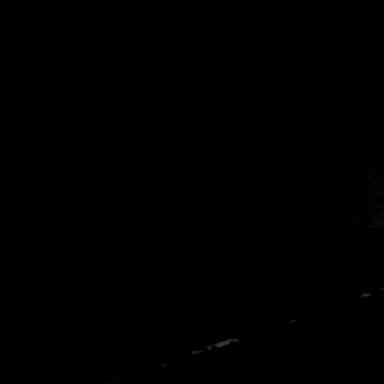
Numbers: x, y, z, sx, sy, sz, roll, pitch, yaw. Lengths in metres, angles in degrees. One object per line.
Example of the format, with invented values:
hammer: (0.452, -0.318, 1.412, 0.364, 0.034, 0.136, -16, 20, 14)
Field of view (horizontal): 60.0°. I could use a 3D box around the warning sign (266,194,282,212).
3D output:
warning sign: (8.773, 1.188, 35.507, 1.300, 1.860, 1.060, 0, 0, -36)
